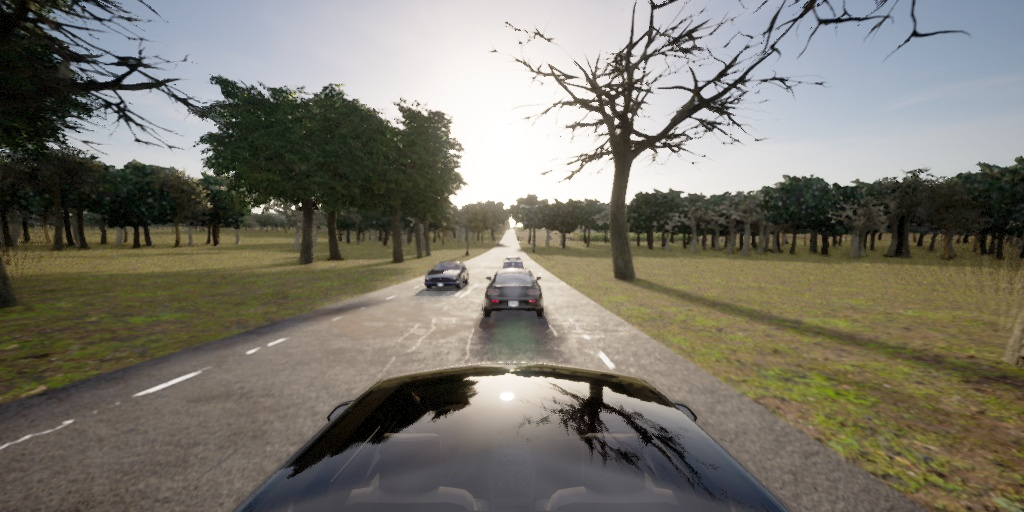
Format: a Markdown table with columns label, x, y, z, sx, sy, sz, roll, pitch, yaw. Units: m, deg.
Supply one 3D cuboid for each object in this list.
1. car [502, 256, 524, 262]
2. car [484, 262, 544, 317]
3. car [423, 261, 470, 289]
| label | x | y | z | sx | sy | sz | roll | pitch | yaw |
| --- | --- | --- | --- | --- | --- | --- | --- | --- | --- |
| car | 0.095 | 0.688 | 33.170 | 2.033 | 1.411 | 5.357 | 0 | 2 | 0 |
| car | 0.060 | 1.129 | 12.370 | 1.812 | 1.442 | 4.674 | 0 | 1 | 0 |
| car | -3.540 | 0.999 | 20.487 | 2.033 | 1.411 | 5.357 | 0 | 1 | 1 |
